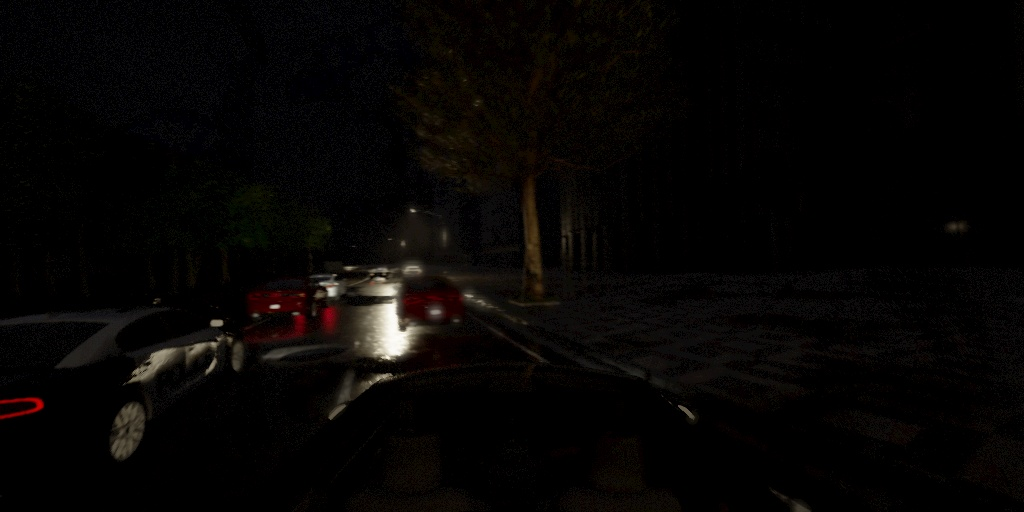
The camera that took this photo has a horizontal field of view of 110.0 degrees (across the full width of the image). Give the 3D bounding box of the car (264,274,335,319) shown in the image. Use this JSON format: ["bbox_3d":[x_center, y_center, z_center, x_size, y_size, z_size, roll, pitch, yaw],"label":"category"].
[{"bbox_3d":[-8.500,1.541,14.055,1.882,1.535,5.008,-1,-1,-18],"label":"car"}]

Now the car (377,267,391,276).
[{"bbox_3d":[-19.405,2.303,54.332,1.895,1.301,4.718,-1,-1,-20],"label":"car"}]

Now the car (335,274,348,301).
[{"bbox_3d":[-10.293,1.686,19.764,1.812,1.442,4.674,-1,-1,-17],"label":"car"}]

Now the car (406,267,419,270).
[{"bbox_3d":[-11.190,1.911,40.430,1.812,1.442,4.674,-1,-1,-16],"label":"car"}]

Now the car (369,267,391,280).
[{"bbox_3d":[-15.374,2.091,41.732,1.895,1.301,4.718,-1,-1,-16],"label":"car"}]

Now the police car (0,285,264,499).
[{"bbox_3d":[-5.272,1.323,4.737,1.930,1.638,5.238,-1,-1,-20],"label":"police car"}]

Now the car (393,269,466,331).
[{"bbox_3d":[-2.859,1.394,11.964,1.882,1.535,5.008,-1,0,-19],"label":"car"}]
